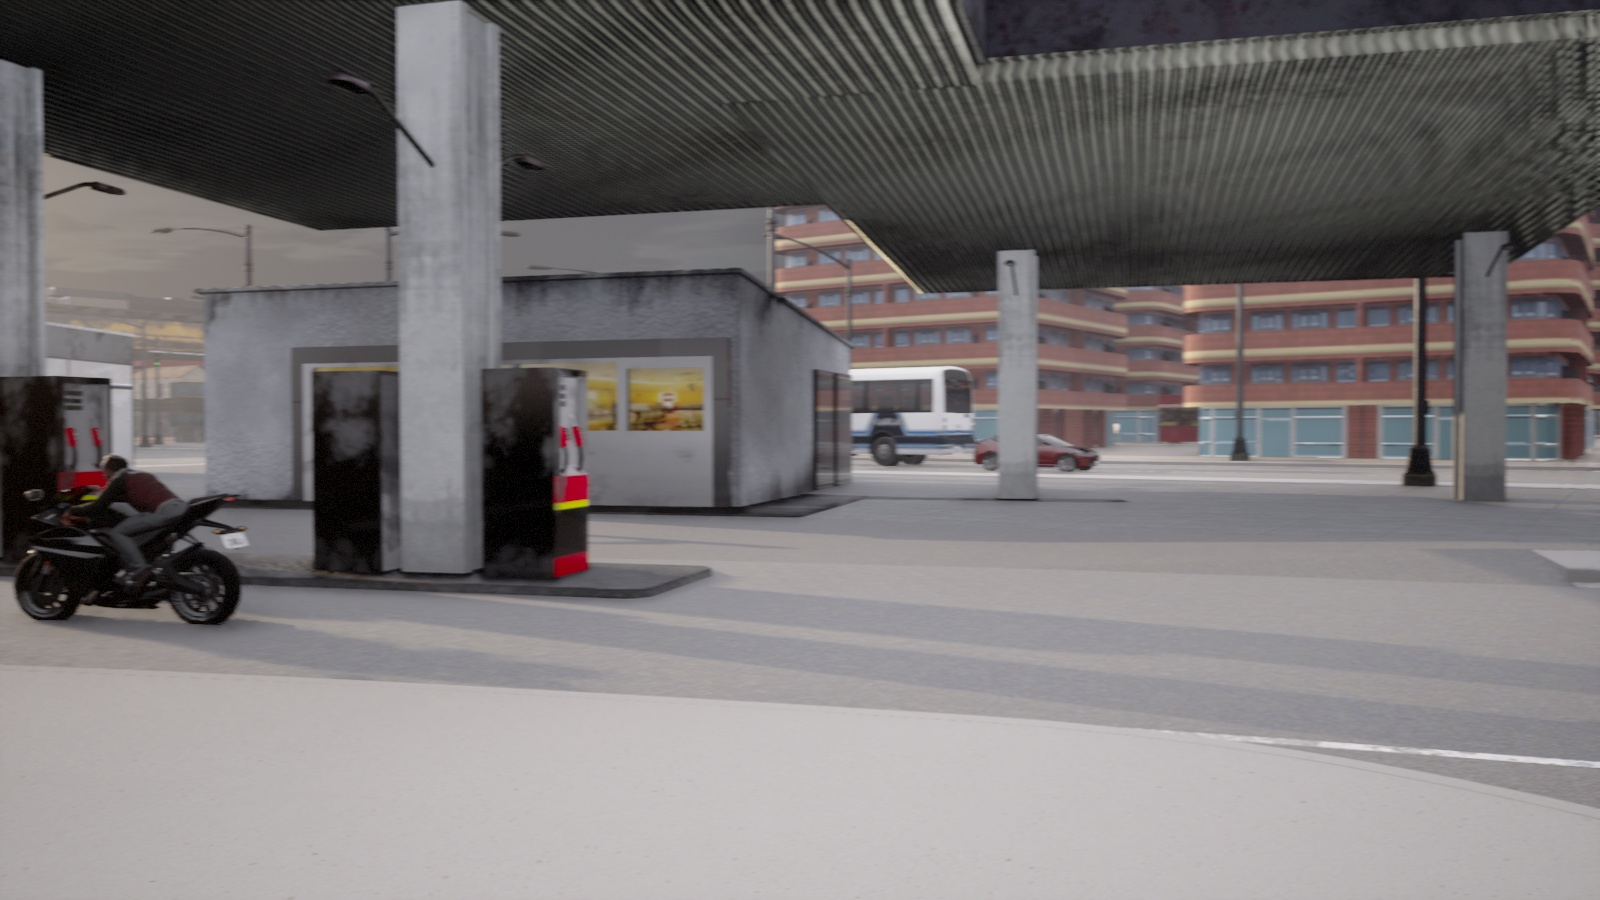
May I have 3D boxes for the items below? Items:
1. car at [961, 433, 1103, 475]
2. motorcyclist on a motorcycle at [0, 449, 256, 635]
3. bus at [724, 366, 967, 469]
[{"bbox_3d":[8.773,0.127,47.611,4.792,1.488,2.163,1,1,33],"label":"car"},{"bbox_3d":[-6.110,0.776,11.184,2.191,1.530,0.866,0,1,10],"label":"motorcyclist on a motorcycle"},{"bbox_3d":[1.931,-1.439,56.123,10.273,4.253,3.944,1,1,33],"label":"bus"}]
